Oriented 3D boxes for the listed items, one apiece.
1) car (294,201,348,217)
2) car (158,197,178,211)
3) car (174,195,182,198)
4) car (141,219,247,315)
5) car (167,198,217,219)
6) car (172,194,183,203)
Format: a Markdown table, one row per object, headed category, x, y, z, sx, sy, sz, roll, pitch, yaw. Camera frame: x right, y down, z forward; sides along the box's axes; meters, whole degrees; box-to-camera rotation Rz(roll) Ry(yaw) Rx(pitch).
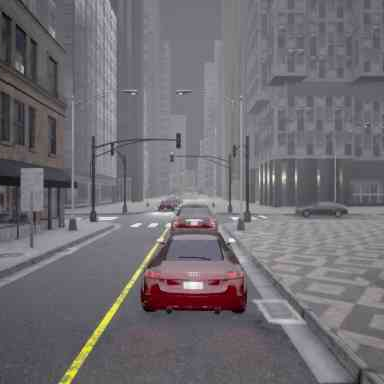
| category | x | y | z | sx | sy | sz | roll | pitch | yaw |
| --- | --- | --- | --- | --- | --- | --- | --- | --- | --- |
| car | 11.740 | 1.543 | 30.358 | 4.674 | 1.442 | 1.812 | 0 | 0 | 1 |
| car | -3.099 | 1.624 | 41.313 | 1.895 | 1.301 | 4.718 | 0 | 0 | 0 |
| car | -3.096 | 1.581 | 50.965 | 2.033 | 1.411 | 5.357 | 0 | 0 | 0 |
| car | 0.083 | 1.565 | 7.686 | 1.994 | 1.385 | 4.181 | 0 | 0 | 2 |
| car | 0.150 | 1.356 | 16.307 | 2.097 | 1.767 | 4.553 | 0 | 0 | 2 |
| car | -3.005 | 1.414 | 70.963 | 2.097 | 1.767 | 4.553 | 0 | 0 | 0 |
